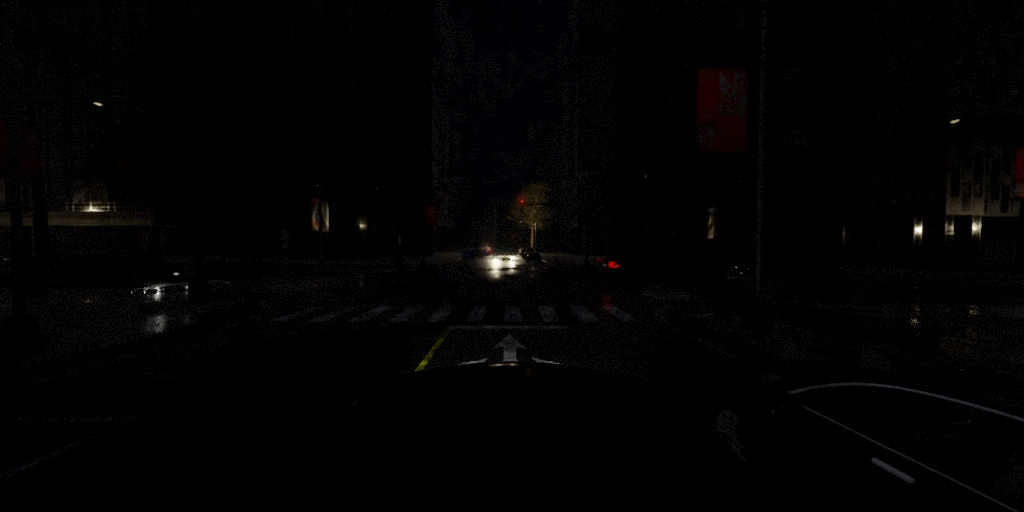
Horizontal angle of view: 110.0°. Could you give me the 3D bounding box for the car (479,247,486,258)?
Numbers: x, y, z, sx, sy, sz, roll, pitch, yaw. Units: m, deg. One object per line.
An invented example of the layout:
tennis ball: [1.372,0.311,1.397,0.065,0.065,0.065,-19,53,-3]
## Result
car: [-5.910,-0.324,60.566,1.948,1.339,4.313,0,0,0]

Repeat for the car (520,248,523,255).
car: [2.611,-0.186,55.052,2.007,1.370,4.403,0,0,0]

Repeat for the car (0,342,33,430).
car: [-5.762,1.298,1.796,2.007,1.370,4.403,0,0,0]

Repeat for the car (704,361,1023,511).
car: [2.763,1.296,1.863,2.007,1.370,4.403,0,0,0]

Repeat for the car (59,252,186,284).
car: [-18.626,0.560,17.281,4.892,1.490,1.837,1,1,0]

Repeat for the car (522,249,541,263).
car: [2.603,0.120,44.030,2.007,1.370,4.403,0,0,0]

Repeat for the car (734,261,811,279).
car: [19.708,1.035,27.344,4.718,1.301,1.895,1,1,0]

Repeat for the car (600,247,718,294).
car: [7.165,0.655,17.415,5.566,2.045,2.150,2,2,0]

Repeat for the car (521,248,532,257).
car: [2.607,-0.058,49.711,1.751,1.417,4.829,0,0,0]

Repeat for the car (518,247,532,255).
car: [2.616,-0.574,60.562,2.192,1.841,5.009,0,0,0]

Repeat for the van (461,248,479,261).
van: [-5.918,-0.243,49.545,1.690,1.789,3.998,0,0,0]
